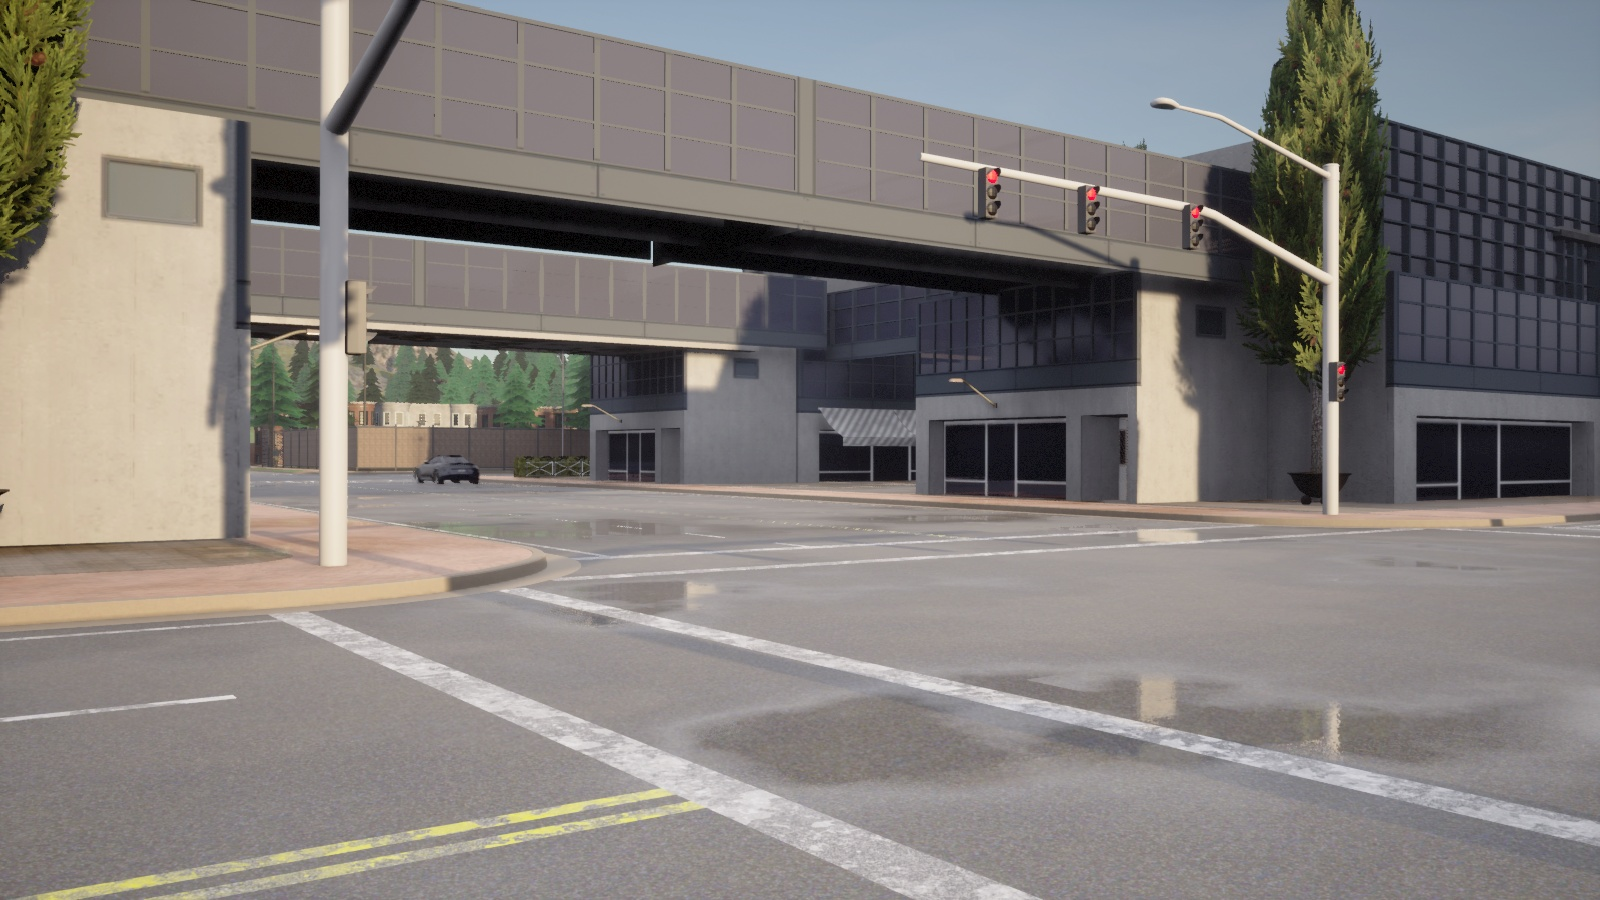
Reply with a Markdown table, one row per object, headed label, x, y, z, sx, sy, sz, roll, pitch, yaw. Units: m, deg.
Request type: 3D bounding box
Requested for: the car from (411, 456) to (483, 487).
| label | x | y | z | sx | sy | sz | roll | pitch | yaw |
| --- | --- | --- | --- | --- | --- | --- | --- | --- | --- |
| car | -16.747 | 0.990 | 59.471 | 1.994 | 1.385 | 4.181 | 0 | 0 | -35 |
